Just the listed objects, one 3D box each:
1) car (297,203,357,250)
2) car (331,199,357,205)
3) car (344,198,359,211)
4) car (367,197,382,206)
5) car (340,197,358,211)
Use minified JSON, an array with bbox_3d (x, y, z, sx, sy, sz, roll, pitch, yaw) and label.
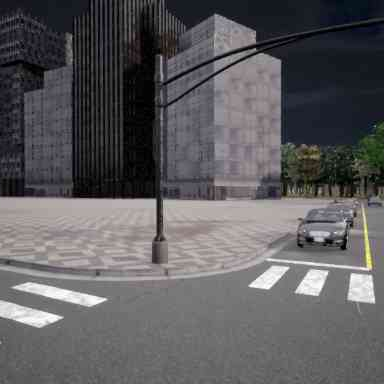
[{"bbox_3d":[5.799,1.475,14.427,2.128,1.511,4.902,0,0,27],"label":"car"},{"bbox_3d":[9.996,1.480,22.631,1.837,1.490,4.892,0,0,27],"label":"car"},{"bbox_3d":[14.324,1.442,31.033,1.882,1.535,5.008,0,0,27],"label":"car"},{"bbox_3d":[28.510,1.474,52.058,2.033,1.411,5.357,0,0,25],"label":"car"},{"bbox_3d":[19.019,1.454,40.198,1.837,1.490,4.892,0,0,27],"label":"car"}]
